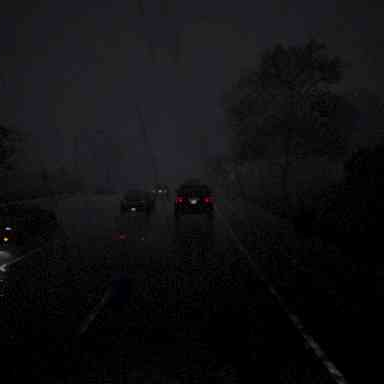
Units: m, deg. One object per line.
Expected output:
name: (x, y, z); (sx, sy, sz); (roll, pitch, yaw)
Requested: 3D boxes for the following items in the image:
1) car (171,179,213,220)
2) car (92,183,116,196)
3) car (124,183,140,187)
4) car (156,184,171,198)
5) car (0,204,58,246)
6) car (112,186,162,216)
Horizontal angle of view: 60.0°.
car: (0.099, 0.469, 20.269); (2.150, 2.045, 5.566); (0, 3, 0)
car: (-10.592, -0.359, 40.153); (1.882, 1.535, 5.008); (0, 3, 0)
car: (-7.091, -0.312, 40.177); (1.812, 1.442, 4.674); (0, 3, 0)
car: (-3.408, -0.161, 37.814); (2.033, 1.411, 5.357); (0, 3, 0)
car: (-7.013, 1.192, 13.264); (1.994, 1.385, 4.181); (0, 3, 0)
car: (-3.401, 0.663, 21.688); (2.128, 1.511, 4.902); (0, 3, 0)
